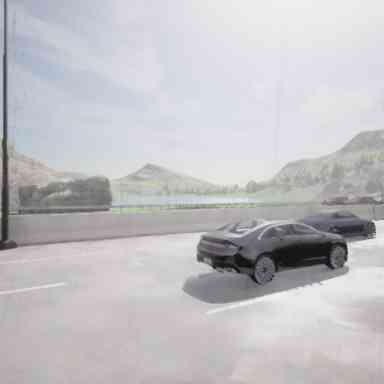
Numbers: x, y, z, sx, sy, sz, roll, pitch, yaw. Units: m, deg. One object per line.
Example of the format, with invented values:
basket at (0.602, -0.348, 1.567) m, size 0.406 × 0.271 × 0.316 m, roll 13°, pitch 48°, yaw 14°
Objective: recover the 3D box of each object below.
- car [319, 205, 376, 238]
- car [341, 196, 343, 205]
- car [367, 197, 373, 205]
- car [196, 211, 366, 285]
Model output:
car at (7.071, 1.552, 16.351) m, size 4.181 × 1.385 × 1.994 m, roll 0°, pitch 0°, yaw -30°
car at (21.830, 1.325, 43.236) m, size 4.553 × 1.767 × 2.097 m, roll 0°, pitch 0°, yaw -22°
car at (21.712, 1.579, 39.446) m, size 4.718 × 1.301 × 1.895 m, roll 0°, pitch 0°, yaw -22°
car at (2.431, 1.482, 9.434) m, size 4.902 × 1.511 × 2.128 m, roll 0°, pitch 0°, yaw -33°
